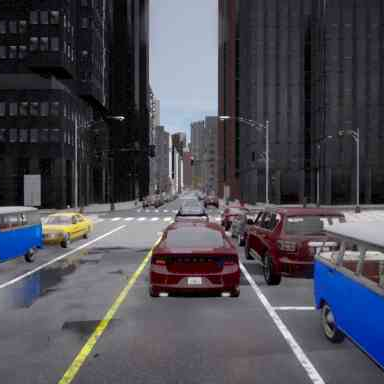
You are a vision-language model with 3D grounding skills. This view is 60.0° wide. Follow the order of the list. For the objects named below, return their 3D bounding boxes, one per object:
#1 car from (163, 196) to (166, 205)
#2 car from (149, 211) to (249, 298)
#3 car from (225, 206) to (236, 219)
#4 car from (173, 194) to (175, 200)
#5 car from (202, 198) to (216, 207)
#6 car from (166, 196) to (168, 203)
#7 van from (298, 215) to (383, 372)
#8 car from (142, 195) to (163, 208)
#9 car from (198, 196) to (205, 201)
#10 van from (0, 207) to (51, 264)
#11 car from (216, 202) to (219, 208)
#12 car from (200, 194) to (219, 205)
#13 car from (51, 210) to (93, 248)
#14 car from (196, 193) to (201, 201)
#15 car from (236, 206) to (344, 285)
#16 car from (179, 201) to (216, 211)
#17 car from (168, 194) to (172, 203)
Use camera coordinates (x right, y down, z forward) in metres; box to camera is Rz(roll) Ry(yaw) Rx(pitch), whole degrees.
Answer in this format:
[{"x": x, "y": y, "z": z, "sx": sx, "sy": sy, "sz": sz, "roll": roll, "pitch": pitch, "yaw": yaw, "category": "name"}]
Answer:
[{"x": -5.810, "y": 1.340, "z": 53.131, "sx": 2.192, "sy": 1.841, "sz": 5.009, "roll": 0, "pitch": 0, "yaw": 0, "category": "car"}, {"x": 0.060, "y": 1.478, "z": 8.582, "sx": 1.882, "sy": 1.535, "sz": 5.008, "roll": 0, "pitch": 0, "yaw": 0, "category": "car"}, {"x": 2.749, "y": 1.552, "z": 14.919, "sx": 2.008, "sy": 1.369, "sz": 4.403, "roll": 0, "pitch": 0, "yaw": 0, "category": "car"}, {"x": -5.833, "y": 1.622, "z": 81.347, "sx": 1.887, "sy": 1.381, "sz": 4.507, "roll": 0, "pitch": 0, "yaw": 0, "category": "car"}, {"x": 2.716, "y": 1.592, "z": 53.129, "sx": 1.947, "sy": 1.339, "sz": 4.313, "roll": 0, "pitch": 0, "yaw": 0, "category": "car"}, {"x": -5.813, "y": 1.598, "z": 58.774, "sx": 1.947, "sy": 1.339, "sz": 4.313, "roll": 0, "pitch": 0, "yaw": 0, "category": "car"}, {"x": 2.760, "y": 1.341, "z": 3.867, "sx": 1.690, "sy": 1.788, "sz": 3.998, "roll": 0, "pitch": 0, "yaw": 0, "category": "van"}, {"x": -5.805, "y": 1.335, "z": 47.488, "sx": 2.192, "sy": 1.841, "sz": 5.009, "roll": 0, "pitch": 0, "yaw": 0, "category": "car"}, {"x": 2.684, "y": 1.672, "z": 92.636, "sx": 1.947, "sy": 1.339, "sz": 4.313, "roll": 0, "pitch": 0, "yaw": 0, "category": "car"}, {"x": -5.776, "y": 1.341, "z": 9.399, "sx": 1.690, "sy": 1.788, "sz": 3.998, "roll": 0, "pitch": 0, "yaw": 0, "category": "van"}, {"x": 2.743, "y": 1.547, "z": 20.444, "sx": 1.887, "sy": 1.381, "sz": 4.507, "roll": 0, "pitch": 0, "yaw": 0, "category": "car"}, {"x": 2.720, "y": 1.335, "z": 47.485, "sx": 2.192, "sy": 1.841, "sz": 5.009, "roll": 0, "pitch": 0, "yaw": 0, "category": "car"}, {"x": -5.778, "y": 1.526, "z": 14.753, "sx": 1.752, "sy": 1.417, "sz": 4.829, "roll": 0, "pitch": 0, "yaw": 0, "category": "car"}, {"x": 2.688, "y": 1.637, "z": 86.991, "sx": 1.887, "sy": 1.381, "sz": 4.507, "roll": 0, "pitch": 0, "yaw": 0, "category": "car"}, {"x": 2.754, "y": 1.315, "z": 9.393, "sx": 2.192, "sy": 1.841, "sz": 5.009, "roll": 0, "pitch": 0, "yaw": 0, "category": "car"}, {"x": -0.013, "y": 1.493, "z": 18.991, "sx": 2.128, "sy": 1.511, "sz": 4.902, "roll": 0, "pitch": 0, "yaw": 0, "category": "car"}, {"x": -5.823, "y": 1.618, "z": 70.061, "sx": 1.947, "sy": 1.339, "sz": 4.313, "roll": 0, "pitch": 0, "yaw": 0, "category": "car"}]
